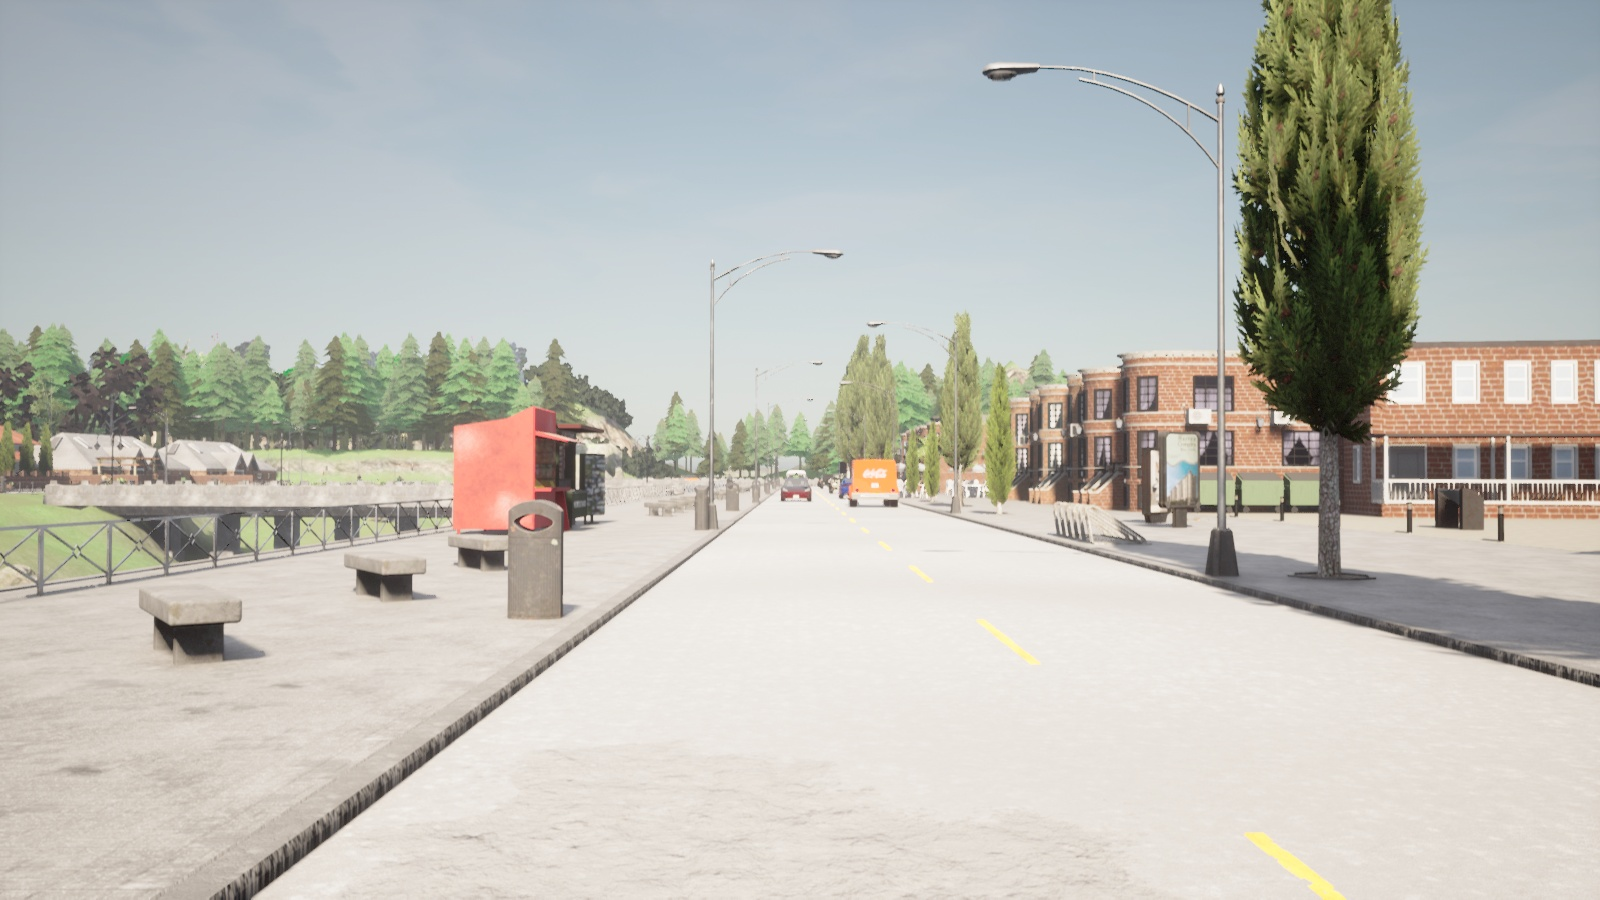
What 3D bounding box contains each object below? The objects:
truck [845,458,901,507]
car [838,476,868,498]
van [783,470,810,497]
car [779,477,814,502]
[{"bbox_3d":[3.815,1.686,66.327,2.627,2.467,5.204,0,-1,0],"label":"truck"},{"bbox_3d":[3.753,2.627,89.423,1.882,1.535,5.008,0,-1,0],"label":"car"},{"bbox_3d":[-0.268,2.545,96.966,2.069,2.038,4.480,0,-1,0],"label":"van"},{"bbox_3d":[-0.218,2.454,79.177,2.163,1.488,4.792,0,-1,0],"label":"car"}]
